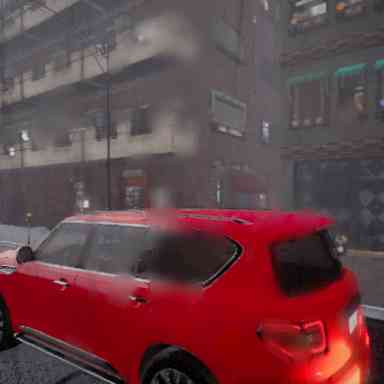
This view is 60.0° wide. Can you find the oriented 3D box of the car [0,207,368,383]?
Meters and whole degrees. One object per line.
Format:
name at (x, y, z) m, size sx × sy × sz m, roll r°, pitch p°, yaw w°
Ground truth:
car at (-0.761, 1.228, 4.507) m, size 5.566 × 2.045 × 2.150 m, roll 0°, pitch 0°, yaw 36°
